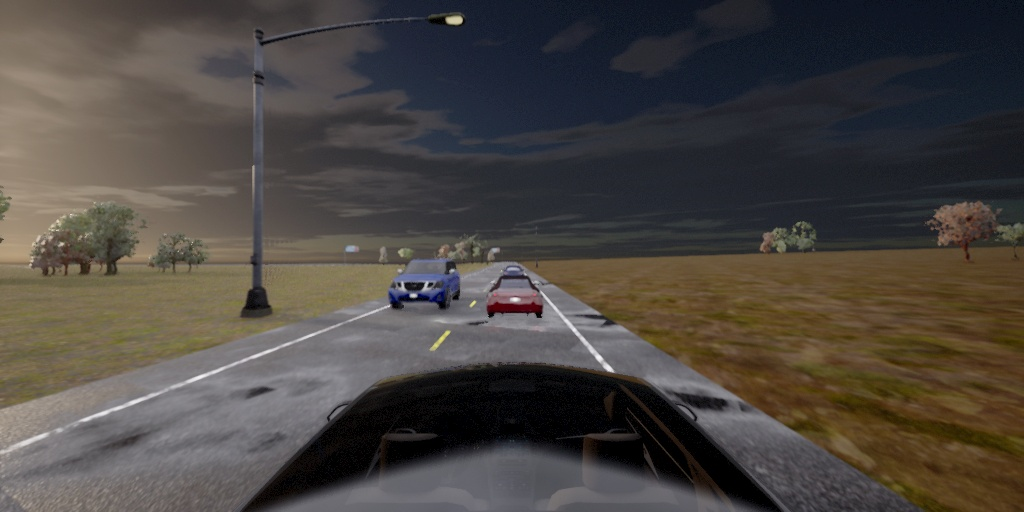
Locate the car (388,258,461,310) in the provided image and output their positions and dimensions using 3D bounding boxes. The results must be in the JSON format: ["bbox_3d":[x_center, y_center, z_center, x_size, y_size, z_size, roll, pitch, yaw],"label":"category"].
[{"bbox_3d":[-3.596,1.113,15.844,2.150,2.045,5.566,0,-1,0],"label":"car"}]

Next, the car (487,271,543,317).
[{"bbox_3d":[0.103,1.436,13.859,1.994,1.385,4.181,0,-1,0],"label":"car"}]

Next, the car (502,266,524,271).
[{"bbox_3d":[0.114,1.573,31.505,1.812,1.442,4.674,0,0,0],"label":"car"}]
